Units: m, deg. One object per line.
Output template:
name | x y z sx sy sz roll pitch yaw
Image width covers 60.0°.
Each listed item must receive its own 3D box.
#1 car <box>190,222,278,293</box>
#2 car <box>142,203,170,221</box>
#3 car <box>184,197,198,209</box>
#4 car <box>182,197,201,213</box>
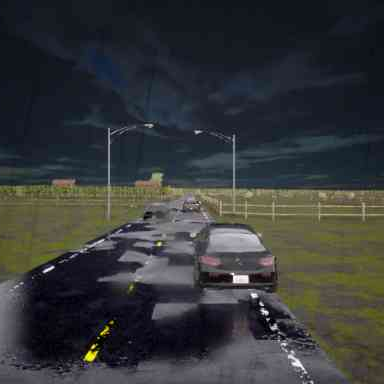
car | 0.938 1.526 8.736 1.812 1.442 4.674 0 0 0
car | -2.832 1.598 26.968 1.895 1.301 4.718 0 0 0
car | -0.115 1.469 46.986 1.882 1.535 5.008 0 0 0
car | -0.040 1.486 36.574 2.128 1.511 4.902 0 0 0
